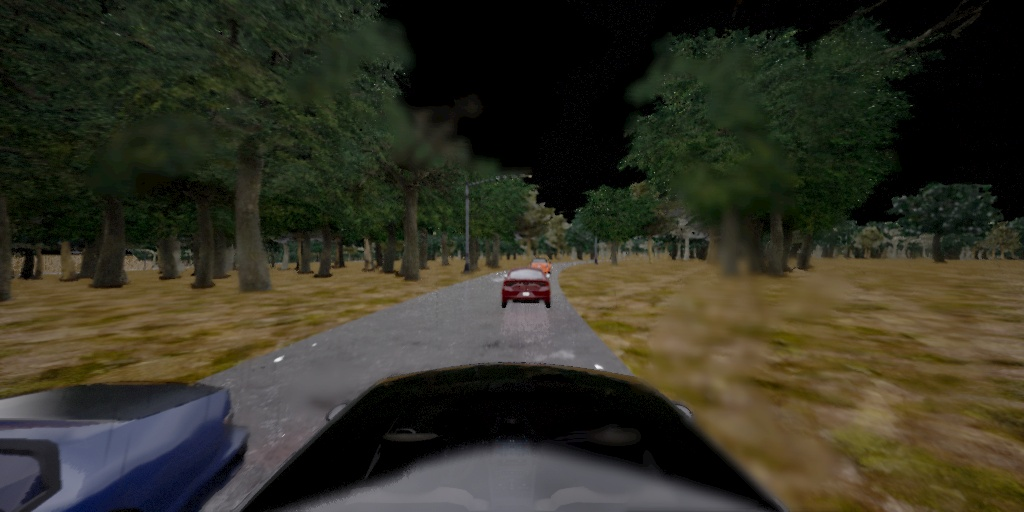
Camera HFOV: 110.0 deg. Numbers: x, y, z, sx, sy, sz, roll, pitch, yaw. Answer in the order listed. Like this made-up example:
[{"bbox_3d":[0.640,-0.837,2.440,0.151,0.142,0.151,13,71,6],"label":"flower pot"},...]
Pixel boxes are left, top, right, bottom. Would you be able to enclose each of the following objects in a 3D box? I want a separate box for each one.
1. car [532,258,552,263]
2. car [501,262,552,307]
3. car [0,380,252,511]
[{"bbox_3d":[2.928,0.986,36.621,2.097,1.767,4.553,0,0,9],"label":"car"},{"bbox_3d":[0.617,1.186,15.237,1.882,1.535,5.008,0,0,3],"label":"car"},{"bbox_3d":[-2.932,1.298,0.371,2.033,1.411,5.357,0,0,0],"label":"car"}]
